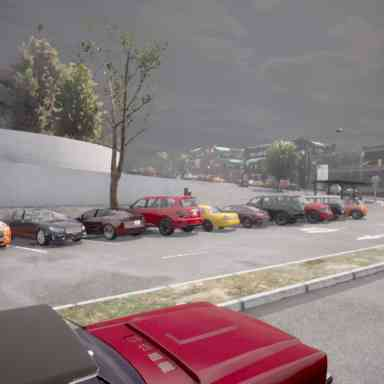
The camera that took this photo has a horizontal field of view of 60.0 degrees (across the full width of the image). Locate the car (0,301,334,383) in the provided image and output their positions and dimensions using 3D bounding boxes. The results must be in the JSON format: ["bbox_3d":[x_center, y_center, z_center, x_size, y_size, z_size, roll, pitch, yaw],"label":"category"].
[{"bbox_3d":[-1.049,1.601,2.384,4.718,1.301,1.895,0,0,-35],"label":"car"}]

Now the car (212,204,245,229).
[{"bbox_3d":[0.261,1.504,20.598,5.366,1.575,1.946,-1,-1,35],"label":"car"}]

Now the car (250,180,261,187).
[{"bbox_3d":[15.673,-1.812,75.027,1.946,1.575,5.366,7,3,35],"label":"car"}]

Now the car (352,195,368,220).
[{"bbox_3d":[12.755,1.404,29.110,4.553,1.767,2.185,-1,-1,35],"label":"car"}]

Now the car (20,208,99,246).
[{"bbox_3d":[-6.922,1.495,15.278,4.892,1.521,2.231,-1,-1,35],"label":"car"}]

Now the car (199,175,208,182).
[{"bbox_3d":[5.140,-3.698,89.577,2.435,2.045,5.566,7,3,34],"label":"car"}]

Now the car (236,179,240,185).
[{"bbox_3d":[12.098,-2.317,79.808,2.002,1.452,4.674,7,3,35],"label":"car"}]

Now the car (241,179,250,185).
[{"bbox_3d":[13.841,-2.043,77.347,2.002,1.452,4.674,7,4,35],"label":"car"}]

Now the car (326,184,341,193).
[{"bbox_3d":[25.949,-0.426,60.078,2.435,2.045,5.566,7,3,35],"label":"car"}]

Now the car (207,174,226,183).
[{"bbox_3d":[6.992,-3.176,87.318,1.946,1.575,5.366,7,3,34],"label":"car"}]

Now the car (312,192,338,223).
[{"bbox_3d":[7.808,1.268,25.689,5.566,2.045,2.435,-1,-1,35],"label":"car"}]

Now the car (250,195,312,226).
[{"bbox_3d":[5.295,1.263,23.984,5.566,2.045,2.435,-1,-1,35],"label":"car"}]

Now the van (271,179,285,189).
[{"bbox_3d":[18.977,-1.491,69.825,1.878,1.987,4.442,7,4,35],"label":"van"}]

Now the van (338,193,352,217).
[{"bbox_3d":[10.346,1.298,27.360,4.442,1.987,1.878,-1,-1,35],"label":"van"}]

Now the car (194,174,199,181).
[{"bbox_3d":[3.346,-3.850,92.043,2.185,1.767,4.553,6,3,34],"label":"car"}]

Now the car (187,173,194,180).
[{"bbox_3d":[1.615,-4.085,94.512,2.185,1.767,4.553,4,1,33],"label":"car"}]

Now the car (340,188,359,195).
[{"bbox_3d":[27.640,0.137,57.606,2.002,1.452,4.674,7,3,35],"label":"car"}]

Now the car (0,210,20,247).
[{"bbox_3d":[-9.389,1.367,13.552,4.553,1.767,2.185,-1,-1,34],"label":"car"}]

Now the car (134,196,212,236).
[{"bbox_3d":[-2.058,1.249,18.770,5.566,2.045,2.435,-1,-1,35],"label":"car"}]

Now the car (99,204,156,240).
[{"bbox_3d":[-4.503,1.525,17.024,4.792,1.488,2.163,-1,-1,35],"label":"car"}]

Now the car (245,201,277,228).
[{"bbox_3d":[2.867,1.549,22.226,4.674,1.452,2.002,-1,-1,35],"label":"car"}]

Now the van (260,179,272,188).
[{"bbox_3d":[17.248,-1.764,72.296,1.878,1.987,4.442,7,4,35],"label":"van"}]

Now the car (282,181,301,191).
[{"bbox_3d":[20.737,-0.992,67.463,2.231,1.521,4.892,7,3,35],"label":"car"}]
